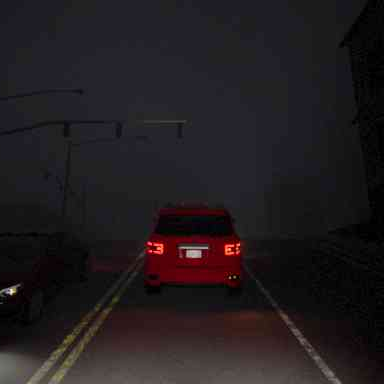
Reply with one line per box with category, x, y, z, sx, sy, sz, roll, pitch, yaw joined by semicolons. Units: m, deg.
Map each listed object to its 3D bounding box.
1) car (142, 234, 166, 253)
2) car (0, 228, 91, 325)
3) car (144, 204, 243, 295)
car;-3.668;5.227;33.285;1.837;1.490;4.892;0;-14;0
car;-3.600;1.577;7.306;1.812;1.442;4.674;1;-1;0
car;0.066;1.346;9.221;2.150;2.045;5.566;1;-1;1
